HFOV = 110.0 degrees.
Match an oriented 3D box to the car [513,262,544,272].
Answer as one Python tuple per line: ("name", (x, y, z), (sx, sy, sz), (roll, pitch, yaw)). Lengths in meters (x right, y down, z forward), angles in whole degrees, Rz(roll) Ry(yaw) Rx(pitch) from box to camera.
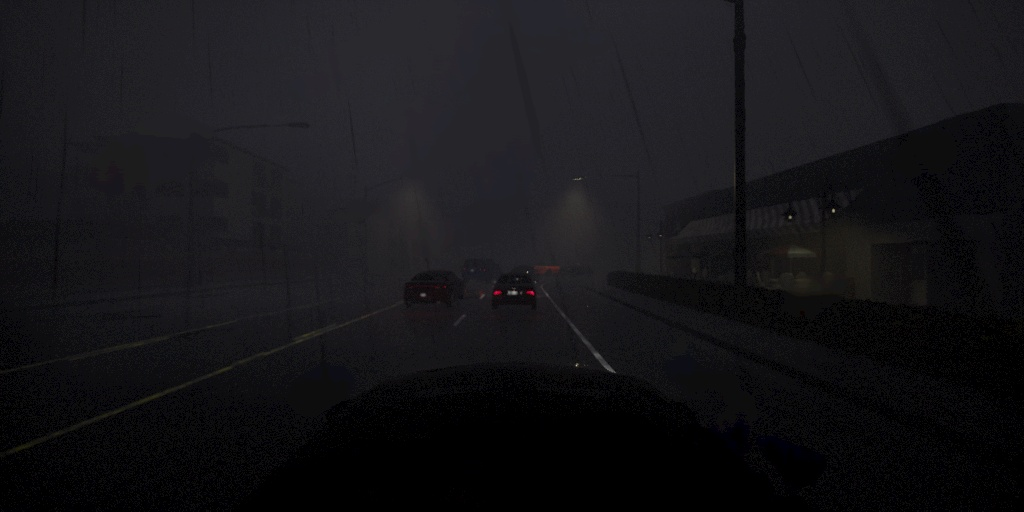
("car", (1.059, 1.518, 29.765), (1.837, 1.490, 4.892), (0, 0, 15))

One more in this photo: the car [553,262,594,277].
("car", (7.276, 1.600, 40.140), (4.902, 1.511, 2.128), (0, -1, -43))

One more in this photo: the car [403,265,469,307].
("car", (-3.365, 1.362, 16.261), (1.882, 1.535, 5.008), (0, 0, 1))

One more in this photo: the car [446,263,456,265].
("car", (-7.331, 1.638, 44.545), (2.128, 1.511, 4.902), (0, -1, 35))

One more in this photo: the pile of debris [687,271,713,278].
("pile of debris", (24.130, 2.343, 46.113), (1.860, 0.140, 1.500), (0, 0, -1))

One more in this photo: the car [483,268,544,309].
("car", (0.122, 1.427, 15.705), (2.033, 1.411, 5.357), (0, 0, 1))

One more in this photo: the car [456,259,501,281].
("car", (-2.437, 1.231, 30.342), (2.150, 2.045, 5.566), (0, 0, 14))

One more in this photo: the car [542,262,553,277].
("car", (4.662, 1.479, 42.511), (4.553, 1.767, 2.097), (1, -1, -43))
